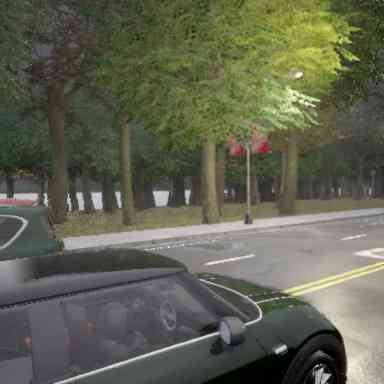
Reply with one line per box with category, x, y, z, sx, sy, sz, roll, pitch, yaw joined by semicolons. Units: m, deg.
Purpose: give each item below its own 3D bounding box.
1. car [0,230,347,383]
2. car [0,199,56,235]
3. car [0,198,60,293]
car;-0.620;1.330;2.993;4.553;1.767;2.097;-1;1;-35
car;-4.537;1.243;4.437;5.566;2.045;2.150;-1;1;-36
car;-6.108;1.236;7.309;5.566;2.045;2.150;-1;1;-36
